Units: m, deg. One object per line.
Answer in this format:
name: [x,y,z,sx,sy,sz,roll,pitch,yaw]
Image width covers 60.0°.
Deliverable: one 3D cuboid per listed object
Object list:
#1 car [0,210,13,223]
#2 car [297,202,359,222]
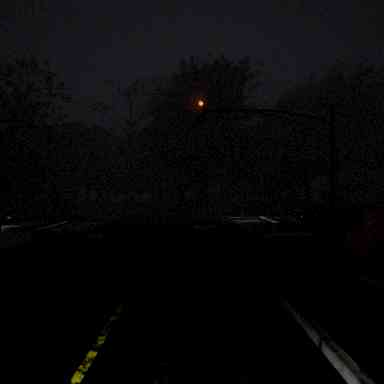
car: [-14.896,1.473,22.866,4.674,1.442,1.812,0,0,0]
car: [10.908,1.648,26.397,4.718,1.301,1.895,0,0,-1]
